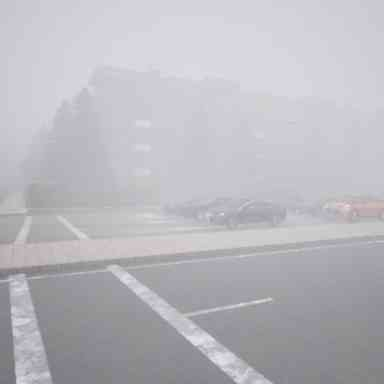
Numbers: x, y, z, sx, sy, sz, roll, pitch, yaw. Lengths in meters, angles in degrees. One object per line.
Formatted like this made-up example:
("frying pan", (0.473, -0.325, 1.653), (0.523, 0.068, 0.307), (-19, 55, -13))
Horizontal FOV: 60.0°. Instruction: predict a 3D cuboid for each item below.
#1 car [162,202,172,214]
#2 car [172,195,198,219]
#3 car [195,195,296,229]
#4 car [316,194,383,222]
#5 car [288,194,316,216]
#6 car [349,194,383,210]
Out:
("car", (0.058, 0.955, 24.751), (4.674, 1.442, 1.812), (0, 1, -27))
("car", (1.574, 1.001, 21.584), (5.008, 1.535, 1.882), (0, 1, -28))
("car", (2.995, 1.108, 18.381), (4.902, 1.511, 2.128), (0, 1, -28))
("car", (11.059, 0.992, 22.586), (4.553, 1.767, 2.097), (0, 1, -28))
("car", (10.281, 1.095, 26.130), (5.357, 1.411, 2.033), (0, 1, -28))
("car", (18.789, 0.960, 34.501), (5.008, 1.535, 1.882), (0, 1, -28))
